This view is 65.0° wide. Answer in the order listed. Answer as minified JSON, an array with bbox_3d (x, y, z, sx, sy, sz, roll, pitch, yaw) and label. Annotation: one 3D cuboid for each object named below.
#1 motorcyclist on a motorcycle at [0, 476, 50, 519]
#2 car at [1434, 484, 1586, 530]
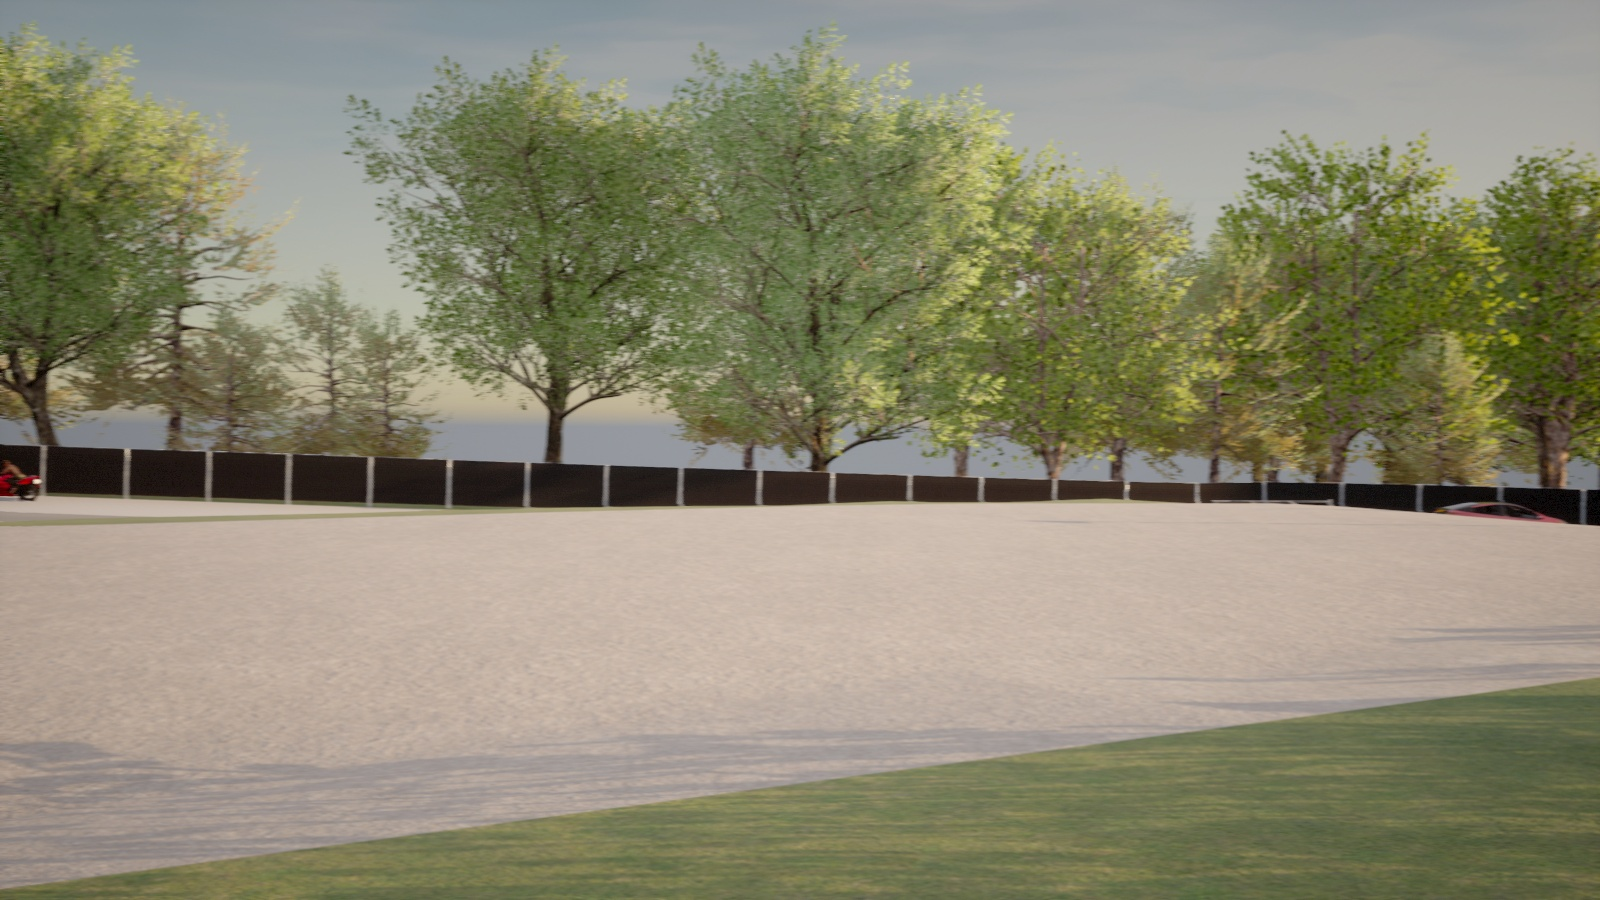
[{"bbox_3d":[-28.968,1.758,46.329,2.044,1.523,0.797,1,1,-5],"label":"motorcyclist on a motorcycle"},{"bbox_3d":[26.349,2.105,46.758,4.514,1.525,2.007,0,1,8],"label":"car"}]
